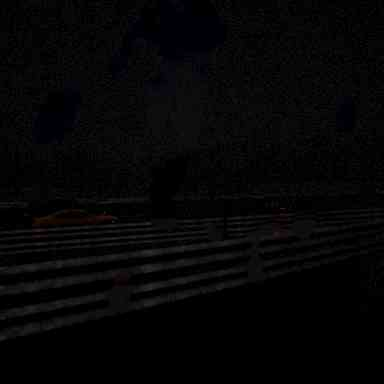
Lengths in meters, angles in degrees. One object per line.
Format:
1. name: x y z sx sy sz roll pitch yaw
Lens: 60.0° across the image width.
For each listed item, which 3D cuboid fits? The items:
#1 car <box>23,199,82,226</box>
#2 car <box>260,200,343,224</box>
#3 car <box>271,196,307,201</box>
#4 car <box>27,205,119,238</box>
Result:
1. car: -8.788 1.524 23.357 5.566 2.045 2.150 -2 1 -19
2. car: 6.914 1.462 21.274 5.357 1.411 2.033 -2 1 -19
3. car: 8.632 1.315 25.549 4.892 1.490 1.837 -2 1 -19
4. car: -6.976 1.789 20.275 5.008 1.535 1.882 -2 1 -19
